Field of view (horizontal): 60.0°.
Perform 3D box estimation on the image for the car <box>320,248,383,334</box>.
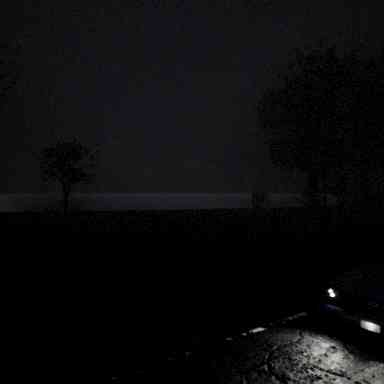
[{"bbox_3d":[4.732,1.545,6.339,5.357,1.411,2.033,0,0,-36],"label":"car"}]
